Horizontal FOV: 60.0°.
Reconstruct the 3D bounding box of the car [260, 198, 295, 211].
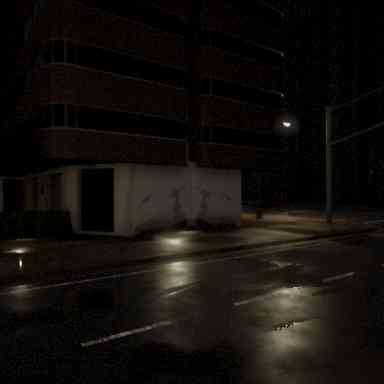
[{"bbox_3d":[10.206,1.501,40.224,1.812,1.442,4.674,0,0,-36],"label":"car"}]
